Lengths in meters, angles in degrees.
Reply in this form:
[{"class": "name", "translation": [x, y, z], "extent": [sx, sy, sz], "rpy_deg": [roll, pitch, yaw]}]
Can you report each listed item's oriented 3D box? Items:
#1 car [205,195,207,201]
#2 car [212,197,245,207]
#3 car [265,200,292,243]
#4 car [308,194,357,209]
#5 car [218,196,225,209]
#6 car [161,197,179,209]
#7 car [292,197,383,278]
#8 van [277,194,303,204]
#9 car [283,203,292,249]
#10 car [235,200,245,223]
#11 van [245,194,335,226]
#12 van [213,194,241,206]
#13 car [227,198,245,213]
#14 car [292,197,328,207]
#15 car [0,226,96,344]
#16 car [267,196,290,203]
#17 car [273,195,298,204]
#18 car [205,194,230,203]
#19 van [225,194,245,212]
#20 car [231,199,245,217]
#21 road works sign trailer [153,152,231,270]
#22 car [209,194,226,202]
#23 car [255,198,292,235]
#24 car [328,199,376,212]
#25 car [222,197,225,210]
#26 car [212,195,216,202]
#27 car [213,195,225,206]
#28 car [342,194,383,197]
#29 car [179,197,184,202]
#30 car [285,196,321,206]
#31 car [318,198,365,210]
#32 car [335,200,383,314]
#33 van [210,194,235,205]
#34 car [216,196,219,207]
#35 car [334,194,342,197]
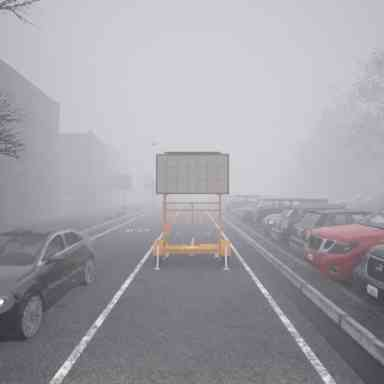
[{"class": "car", "translation": [5.772, 1.333, 66.994], "extent": [5.566, 2.045, 2.435], "rpy_deg": [0, 0, 0]}, {"class": "car", "translation": [5.718, 1.531, 52.978], "extent": [5.008, 1.535, 2.097], "rpy_deg": [0, 0, 0]}, {"class": "car", "translation": [5.659, 1.360, 13.735], "extent": [4.553, 1.767, 2.185], "rpy_deg": [0, 0, 0]}, {"class": "car", "translation": [18.768, 1.254, 44.729], "extent": [5.566, 2.045, 2.435], "rpy_deg": [0, 0, 0]}, {"class": "car", "translation": [5.895, 1.489, 36.161], "extent": [5.366, 1.575, 1.946], "rpy_deg": [0, 0, 0]}, {"class": "car", "translation": [-3.242, 1.571, 47.420], "extent": [1.812, 1.442, 4.674], "rpy_deg": [0, 0, 0]}, {"class": "car", "translation": [5.657, 1.232, 8.129], "extent": [5.566, 2.045, 2.435], "rpy_deg": [0, 0, 0]}, {"class": "van", "translation": [18.934, 1.346, 64.226], "extent": [4.442, 1.987, 1.878], "rpy_deg": [0, 0, 0]}, {"class": "car", "translation": [5.656, 1.359, 10.932], "extent": [4.553, 1.767, 2.185], "rpy_deg": [0, 0, 0]}, {"class": "car", "translation": [5.692, 1.487, 22.145], "extent": [5.008, 1.535, 2.097], "rpy_deg": [0, 0, 0]}, {"class": "van", "translation": [5.578, 1.261, 19.342], "extent": [4.442, 1.987, 1.878], "rpy_deg": [0, 0, 0]}, {"class": "van", "translation": [5.843, 1.315, 55.782], "extent": [4.442, 1.987, 1.878], "rpy_deg": [0, 0, 0]}, {"class": "car", "translation": [5.673, 1.519, 27.751], "extent": [4.792, 1.488, 2.163], "rpy_deg": [0, 0, 0]}, {"class": "car", "translation": [18.798, 1.533, 53.082], "extent": [5.008, 1.535, 2.097], "rpy_deg": [0, 0, 0]}, {"class": "car", "translation": [-3.336, 1.497, 6.571], "extent": [2.128, 1.511, 4.902], "rpy_deg": [0, 0, 0]}, {"class": "car", "translation": [18.838, 1.657, 72.574], "extent": [4.674, 1.452, 2.002], "rpy_deg": [0, 0, 0]}, {"class": "car", "translation": [18.792, 1.459, 67.006], "extent": [4.553, 1.767, 2.185], "rpy_deg": [0, 0, 0]}, {"class": "car", "translation": [5.792, 1.387, 75.404], "extent": [5.566, 2.045, 2.435], "rpy_deg": [0, 0, 0]}, {"class": "van", "translation": [5.588, 1.264, 30.555], "extent": [4.442, 1.987, 1.878], "rpy_deg": [0, 0, 0]}, {"class": "car", "translation": [5.670, 1.518, 24.948], "extent": [4.792, 1.488, 2.163], "rpy_deg": [0, 0, 0]}, {"class": "road works sign trailer", "translation": [0.016, 0.473, 11.049], "extent": [2.380, 3.560, 2.880], "rpy_deg": [0, 0, 1]}, {"class": "car", "translation": [5.750, 1.270, 50.175], "extent": [5.566, 2.045, 2.435], "rpy_deg": [0, 0, 0]}, {"class": "car", "translation": [5.724, 1.360, 16.538], "extent": [4.553, 1.767, 2.185], "rpy_deg": [0, 0, 0]}, {"class": "car", "translation": [18.789, 1.535, 39.281], "extent": [4.674, 1.452, 2.002], "rpy_deg": [0, 0, 0]}, {"class": "car", "translation": [5.736, 1.520, 33.358], "extent": [4.792, 1.488, 2.163], "rpy_deg": [0, 0, 0]}, {"class": "car", "translation": [5.714, 1.513, 47.367], "extent": [4.892, 1.521, 2.231], "rpy_deg": [0, 0, 0]}, {"class": "car", "translation": [5.687, 1.534, 44.569], "extent": [4.792, 1.488, 2.163], "rpy_deg": [0, 0, 0]}, {"class": "car", "translation": [18.758, 1.241, 33.712], "extent": [5.566, 2.045, 2.435], "rpy_deg": [0, 0, 0]}, {"class": "car", "translation": [-3.047, 1.971, 91.160], "extent": [1.895, 1.301, 4.718], "rpy_deg": [0, -1, 0]}, {"class": "car", "translation": [18.621, 1.540, 55.868], "extent": [5.366, 1.575, 1.946], "rpy_deg": [0, 0, 0]}, {"class": "car", "translation": [18.788, 1.500, 41.942], "extent": [5.008, 1.535, 2.097], "rpy_deg": [0, 0, 0]}, {"class": "car", "translation": [5.654, 1.232, 5.325], "extent": [5.566, 2.045, 2.435], "rpy_deg": [0, 0, 0]}, {"class": "van", "translation": [5.617, 1.335, 61.389], "extent": [4.442, 1.987, 1.878], "rpy_deg": [0, 0, 0]}, {"class": "car", "translation": [5.706, 1.493, 38.961], "extent": [5.008, 1.535, 2.097], "rpy_deg": [0, 0, 0]}, {"class": "car", "translation": [18.760, 1.241, 36.374], "extent": [5.566, 2.045, 2.435], "rpy_deg": [0, 0, 0]}]
